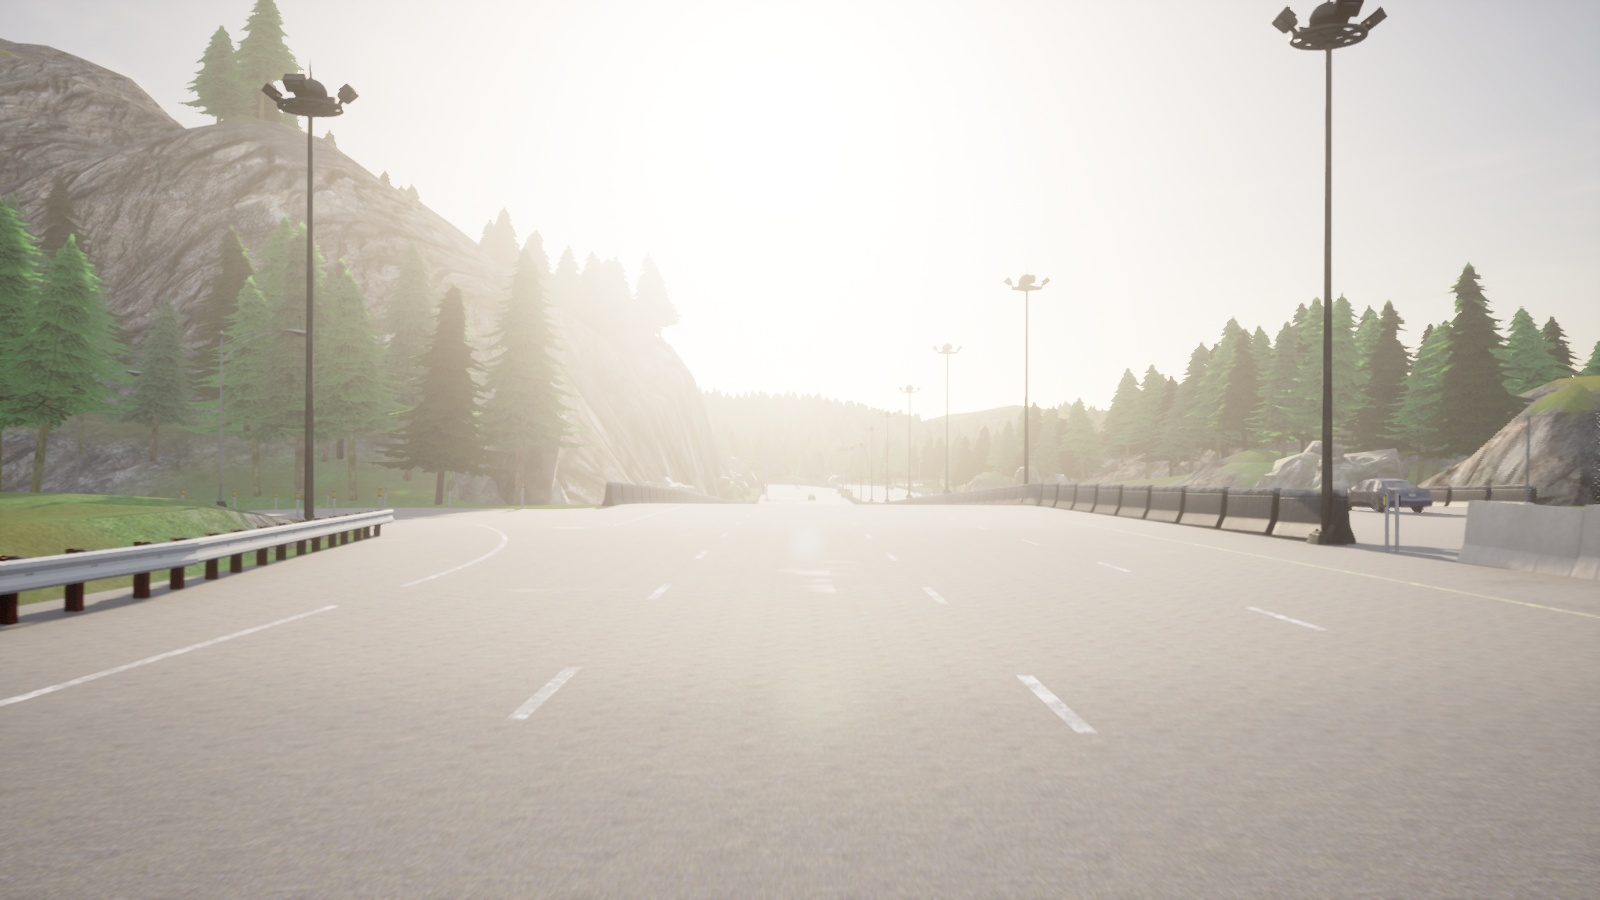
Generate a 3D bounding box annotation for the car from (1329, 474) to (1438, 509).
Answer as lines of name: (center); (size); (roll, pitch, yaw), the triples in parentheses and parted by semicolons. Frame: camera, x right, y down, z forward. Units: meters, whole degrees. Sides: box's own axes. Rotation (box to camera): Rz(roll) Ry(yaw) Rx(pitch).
car: (24.361, 1.698, 52.696); (2.033, 1.411, 5.357); (0, -1, 0)
